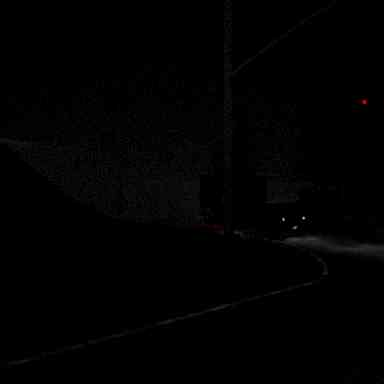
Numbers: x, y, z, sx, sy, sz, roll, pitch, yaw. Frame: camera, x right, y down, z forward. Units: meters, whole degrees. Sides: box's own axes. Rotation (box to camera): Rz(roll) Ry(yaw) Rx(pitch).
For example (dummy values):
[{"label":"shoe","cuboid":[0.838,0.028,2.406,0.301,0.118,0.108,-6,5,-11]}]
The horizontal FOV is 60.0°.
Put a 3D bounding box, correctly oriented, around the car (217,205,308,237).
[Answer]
[{"label":"car","cuboid":[3.322,1.276,16.659,1.895,1.301,4.718,0,0,-36]}]
